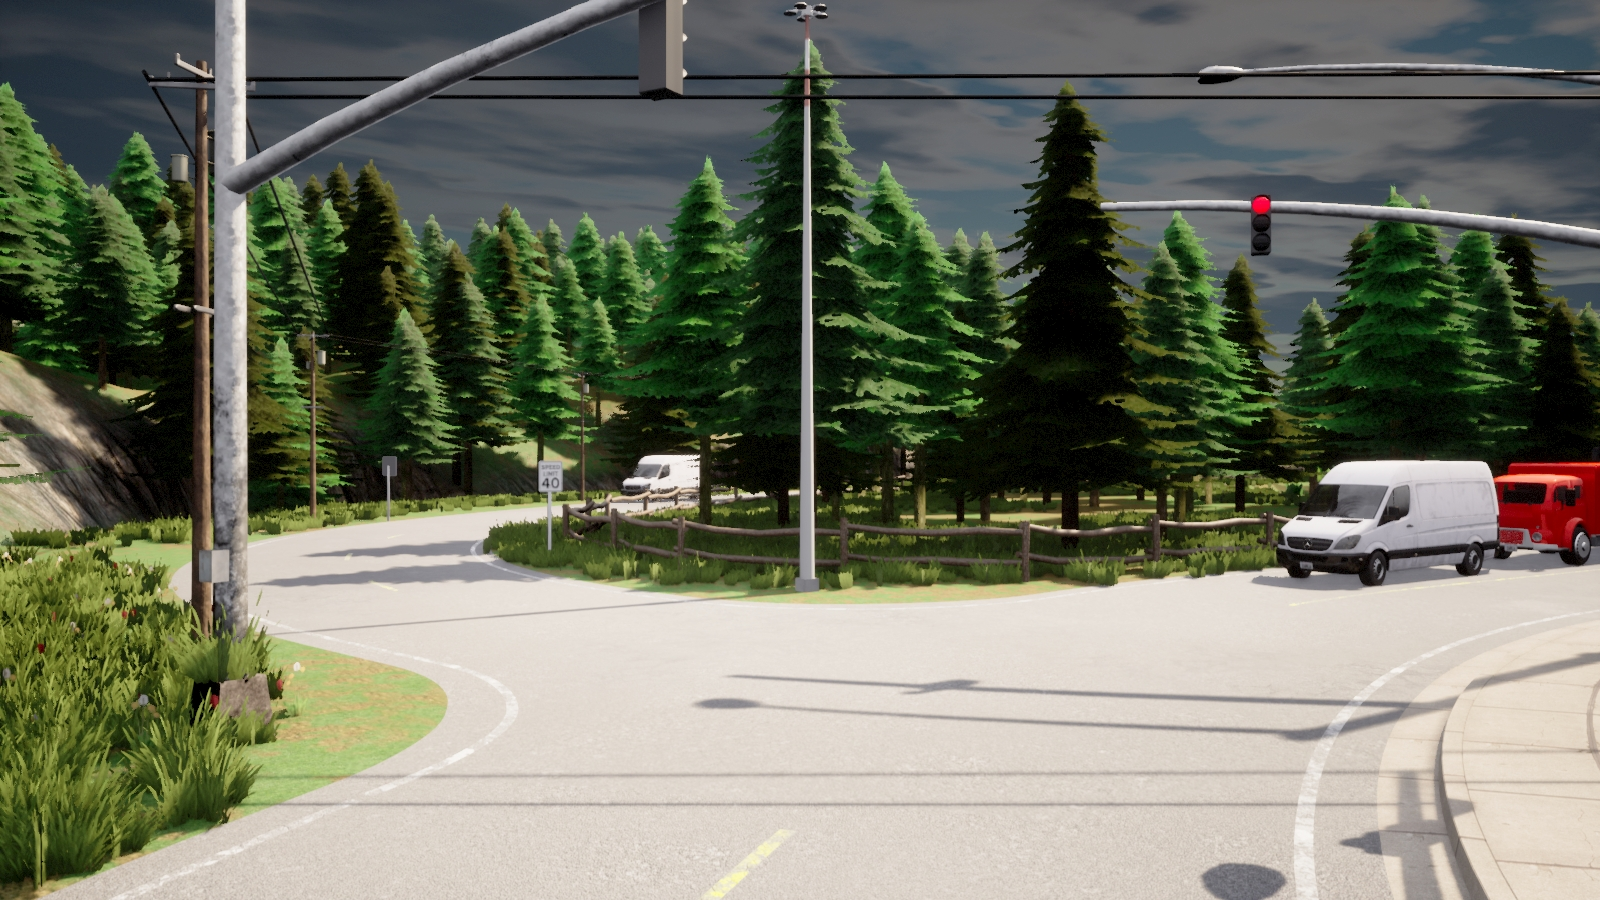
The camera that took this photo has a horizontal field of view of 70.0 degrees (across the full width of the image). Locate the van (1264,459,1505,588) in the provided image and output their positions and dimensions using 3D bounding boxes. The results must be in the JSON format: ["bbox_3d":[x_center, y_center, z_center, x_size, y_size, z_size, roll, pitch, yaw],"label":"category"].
[{"bbox_3d":[13.063,1.507,25.390,5.915,2.561,1.988,0,0,-32],"label":"van"}]

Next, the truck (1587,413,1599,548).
[{"bbox_3d":[26.892,0.863,33.528,8.468,3.827,2.891,0,0,-30],"label":"truck"}]

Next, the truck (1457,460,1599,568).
[{"bbox_3d":[19.691,1.536,29.339,5.204,2.467,2.627,0,0,-30],"label":"truck"}]

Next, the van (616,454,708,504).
[{"bbox_3d":[-7.500,1.532,62.787,1.988,2.561,5.915,0,0,28],"label":"van"}]
